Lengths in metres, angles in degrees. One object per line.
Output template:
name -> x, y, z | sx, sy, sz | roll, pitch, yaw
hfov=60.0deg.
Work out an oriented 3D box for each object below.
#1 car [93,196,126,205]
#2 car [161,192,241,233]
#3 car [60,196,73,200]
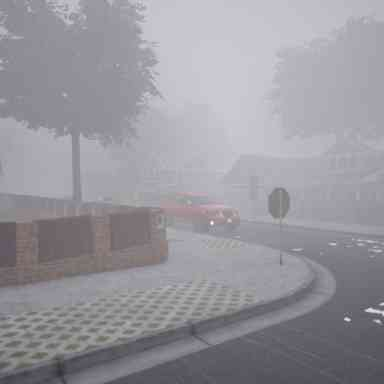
car -> -7.420, 1.164, 29.661 | 2.128, 1.511, 4.902 | 0, 1, -35
car -> 0.275, 1.047, 18.840 | 2.150, 2.045, 5.566 | 0, 1, -35
car -> -14.798, 1.120, 40.071 | 1.895, 1.301, 4.718 | 0, 1, -35
